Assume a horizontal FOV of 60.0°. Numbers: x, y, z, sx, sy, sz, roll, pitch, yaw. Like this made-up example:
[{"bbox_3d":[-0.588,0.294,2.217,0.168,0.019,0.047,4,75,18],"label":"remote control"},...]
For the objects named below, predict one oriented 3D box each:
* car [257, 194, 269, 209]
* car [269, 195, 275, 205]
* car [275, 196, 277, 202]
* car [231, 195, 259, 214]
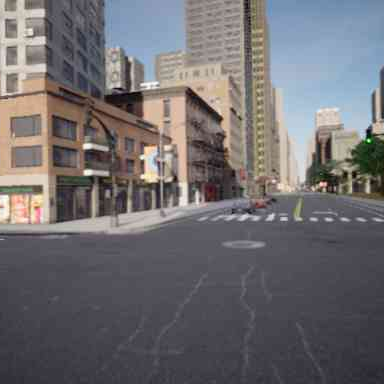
[{"bbox_3d":[7.995,1.108,41.382,2.097,1.767,4.553,-1,0,19],"label":"car"},{"bbox_3d":[10.862,1.242,49.968,1.994,1.385,4.181,-1,0,19],"label":"car"},{"bbox_3d":[14.125,1.191,59.560,1.895,1.301,4.718,-1,0,18],"label":"car"},{"bbox_3d":[5.132,1.360,32.796,1.812,1.442,4.674,-1,0,19],"label":"car"}]
